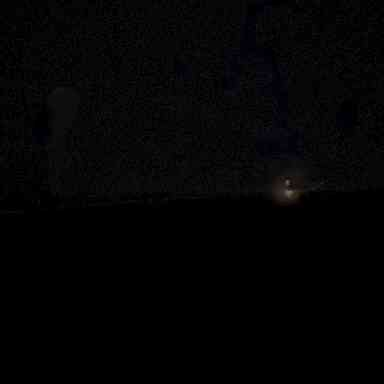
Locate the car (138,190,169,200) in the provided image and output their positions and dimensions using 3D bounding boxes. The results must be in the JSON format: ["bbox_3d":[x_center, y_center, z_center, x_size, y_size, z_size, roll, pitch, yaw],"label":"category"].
[{"bbox_3d":[-5.448,0.444,46.966,1.895,1.301,4.718,-1,1,36],"label":"car"}]

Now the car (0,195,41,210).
[{"bbox_3d":[-16.923,1.038,30.904,2.033,1.411,5.357,-1,1,36],"label":"car"}]
